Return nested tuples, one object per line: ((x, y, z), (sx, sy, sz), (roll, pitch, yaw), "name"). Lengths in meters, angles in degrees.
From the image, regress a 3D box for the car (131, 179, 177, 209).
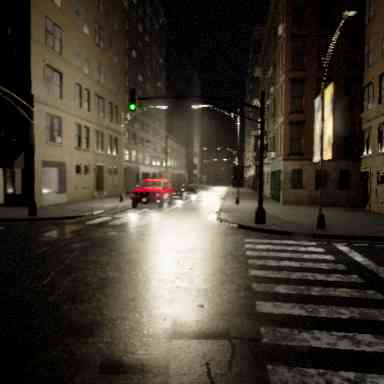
((-2.844, 0.066, 24.963), (2.150, 2.045, 5.566), (1, 2, 7), "car")

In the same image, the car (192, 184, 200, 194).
((-0.098, -0.411, 46.051), (1.895, 1.301, 4.718), (1, 2, 8), "car")

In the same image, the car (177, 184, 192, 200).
((-1.565, -0.051, 34.819), (1.837, 1.490, 4.892), (1, 3, 8), "car")
